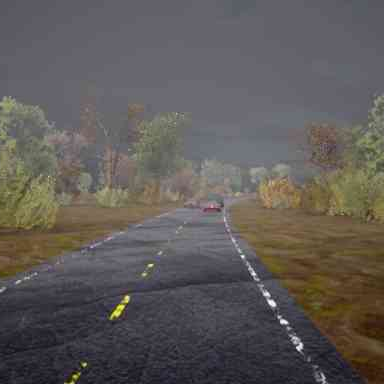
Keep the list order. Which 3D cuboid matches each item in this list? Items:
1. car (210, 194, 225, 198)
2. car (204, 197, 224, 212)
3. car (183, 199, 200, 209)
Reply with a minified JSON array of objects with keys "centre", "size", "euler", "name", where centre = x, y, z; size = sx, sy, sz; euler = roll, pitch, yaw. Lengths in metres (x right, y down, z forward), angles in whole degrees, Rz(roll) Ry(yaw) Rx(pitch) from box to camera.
[{"centre":[3.700,1.295,50.268],"size":[2.150,2.045,5.566],"euler":[0,0,7],"name":"car"},{"centre":[2.500,1.619,40.077],"size":[1.994,1.385,4.181],"euler":[0,0,7],"name":"car"},{"centre":[-0.001,1.630,46.330],"size":[1.994,1.385,4.181],"euler":[0,0,7],"name":"car"}]
